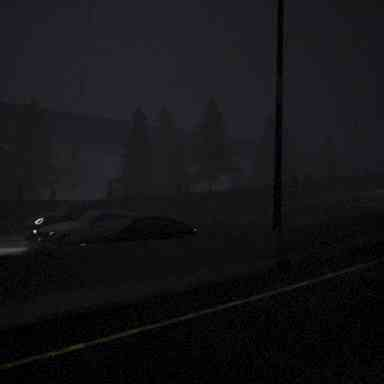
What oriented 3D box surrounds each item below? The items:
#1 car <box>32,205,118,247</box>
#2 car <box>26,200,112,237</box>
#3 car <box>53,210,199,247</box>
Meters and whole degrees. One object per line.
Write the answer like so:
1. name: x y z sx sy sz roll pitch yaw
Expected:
1. car: -3.934 1.493 14.082 4.674 1.442 1.812 -1 1 -35
2. car: -5.928 1.319 16.959 4.553 1.767 2.097 -1 1 -35
3. car: -1.907 1.493 11.229 4.674 1.442 1.812 -1 1 -35
